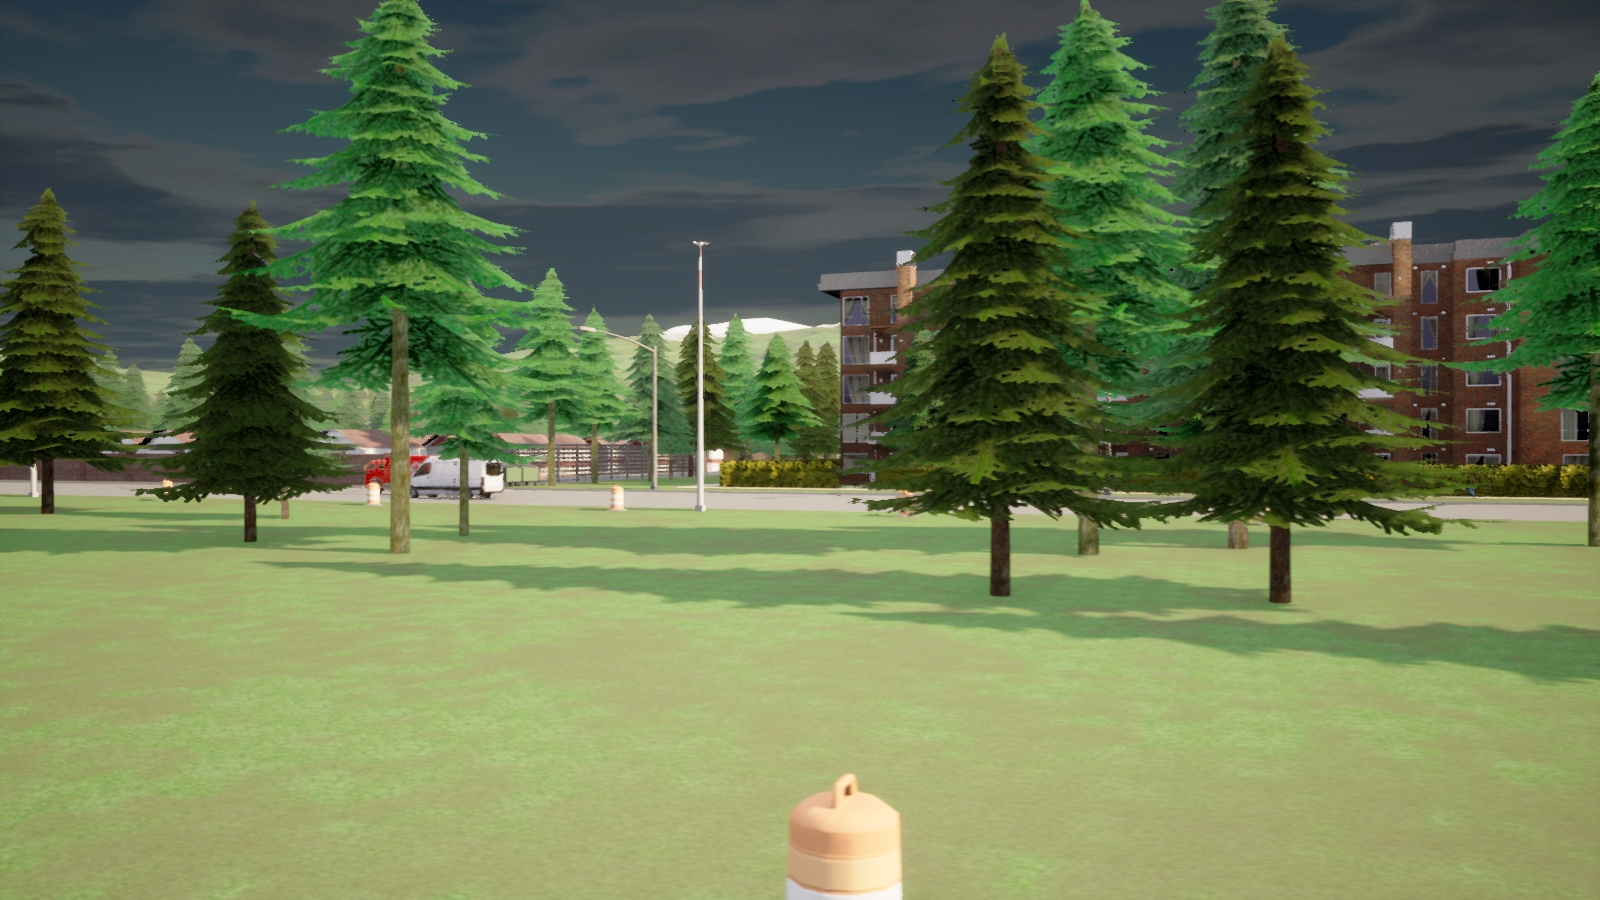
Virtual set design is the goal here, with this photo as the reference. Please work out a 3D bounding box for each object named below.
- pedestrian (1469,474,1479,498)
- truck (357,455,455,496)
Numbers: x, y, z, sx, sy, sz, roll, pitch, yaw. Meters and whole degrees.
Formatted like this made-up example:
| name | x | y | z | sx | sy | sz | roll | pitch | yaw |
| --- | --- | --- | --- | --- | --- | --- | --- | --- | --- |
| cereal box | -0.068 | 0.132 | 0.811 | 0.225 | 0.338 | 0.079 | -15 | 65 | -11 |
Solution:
| name | x | y | z | sx | sy | sz | roll | pitch | yaw |
| --- | --- | --- | --- | --- | --- | --- | --- | --- | --- |
| pedestrian | 37.324 | 1.985 | 63.279 | 0.375 | 1.300 | 0.375 | 0 | 0 | 19 |
| truck | -24.196 | 1.533 | 70.194 | 5.204 | 2.467 | 2.627 | 0 | 0 | 20 |
